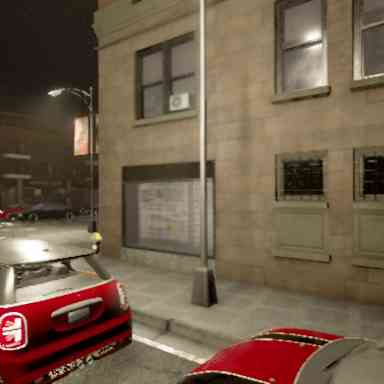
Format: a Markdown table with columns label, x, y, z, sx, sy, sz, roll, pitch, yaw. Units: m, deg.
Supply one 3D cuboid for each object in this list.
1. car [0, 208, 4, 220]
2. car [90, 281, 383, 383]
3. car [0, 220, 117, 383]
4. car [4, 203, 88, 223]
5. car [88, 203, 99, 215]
| label | x | y | z | sx | sy | sz | roll | pitch | yaw |
| --- | --- | --- | --- | --- | --- | --- | --- | --- | --- |
| car | -14.342 | 1.616 | 27.807 | 1.994 | 1.385 | 4.181 | 0 | -1 | 36 |
| car | 1.607 | 1.442 | 1.710 | 4.097 | 1.590 | 1.967 | 0 | 0 | 36 |
| car | -2.857 | 1.418 | 4.893 | 4.097 | 1.590 | 1.967 | 0 | 0 | 36 |
| car | -11.379 | 1.586 | 26.340 | 2.033 | 1.411 | 5.357 | 0 | -1 | 37 |
| car | -9.217 | 1.721 | 34.898 | 1.895 | 1.301 | 4.718 | 0 | -1 | 36 |
